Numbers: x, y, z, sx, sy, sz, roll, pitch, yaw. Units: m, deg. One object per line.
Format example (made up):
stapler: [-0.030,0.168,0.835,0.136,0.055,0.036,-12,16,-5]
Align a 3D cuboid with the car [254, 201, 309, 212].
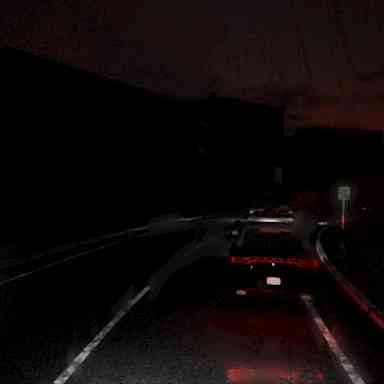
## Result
car: [4.914,1.494,17.710,1.801,1.575,5.366,2,0,23]

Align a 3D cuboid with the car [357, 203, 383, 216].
car: [21.838,2.012,39.416,5.357,1.411,2.033,2,3,-33]

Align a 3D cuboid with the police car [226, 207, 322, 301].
police car: [2.022,1.431,8.617,1.930,1.638,5.238,1,0,12]

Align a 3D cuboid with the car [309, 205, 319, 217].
car: [7.371,1.587,22.626,1.837,1.490,4.892,3,1,30]

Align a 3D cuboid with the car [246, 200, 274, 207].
car: [6.324,1.425,29.187,2.128,1.511,4.902,3,1,36]
